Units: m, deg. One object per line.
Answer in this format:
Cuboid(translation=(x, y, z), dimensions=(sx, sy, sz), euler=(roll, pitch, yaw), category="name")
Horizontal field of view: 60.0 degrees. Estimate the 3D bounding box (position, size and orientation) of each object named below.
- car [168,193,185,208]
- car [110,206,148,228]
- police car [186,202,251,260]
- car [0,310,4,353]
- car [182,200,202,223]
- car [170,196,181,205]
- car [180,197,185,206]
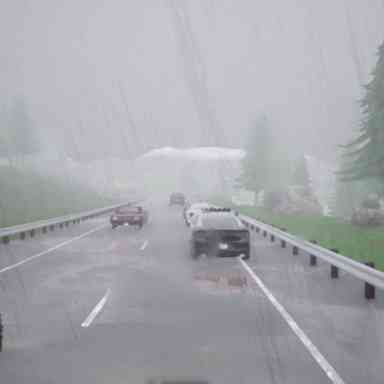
Cuboid(translation=(-2.097, 1.149, 46.536), dimensions=(2.150, 2.045, 5.566), euler=(0, 0, -4), category="car")
Cuboid(translation=(-3.953, 1.567, 21.621), dimensions=(1.895, 1.301, 4.718), euler=(0, 0, -3), category="car")
Cuboid(translation=(0.865, 1.406, 12.431), dimensions=(1.930, 1.638, 5.238), euler=(0, 0, -2), category="police car")
Cuboid(translation=(-3.447, 1.348, 2.396), dimensions=(2.097, 1.767, 4.553), euler=(0, 0, 0), category="car")
Cuboid(translation=(0.491, 1.491, 22.440), dimensions=(1.812, 1.442, 4.674), euler=(0, 0, -3), category="car")
Cuboid(translation=(-3.029, 1.454, 60.085), dimensions=(2.033, 1.411, 5.357), euler=(0, 0, -4), category="car")
Cuboid(translation=(0.167, 1.461, 28.507), dimensions=(1.837, 1.490, 4.892), euler=(0, 0, -3), category="car")
